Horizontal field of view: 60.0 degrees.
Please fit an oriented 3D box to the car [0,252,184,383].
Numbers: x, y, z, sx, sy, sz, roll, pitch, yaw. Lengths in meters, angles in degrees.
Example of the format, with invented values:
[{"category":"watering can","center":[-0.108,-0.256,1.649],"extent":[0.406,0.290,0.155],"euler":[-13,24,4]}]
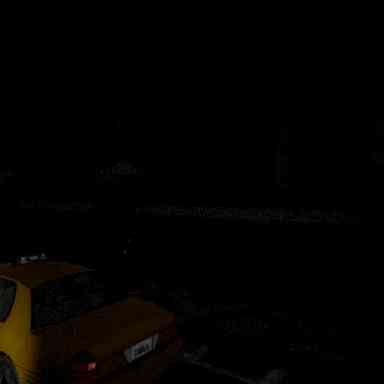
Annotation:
[{"category":"car","center":[-2.375,1.525,4.660],"extent":[4.829,1.417,1.752],"euler":[0,0,36]}]
